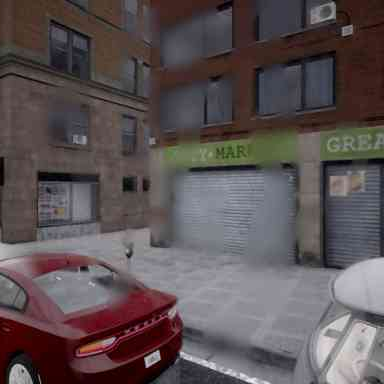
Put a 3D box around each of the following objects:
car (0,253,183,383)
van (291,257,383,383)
[{"bbox_3d":[-2.211,1.544,4.653,4.507,1.381,1.887,0,0,35],"label":"car"},{"bbox_3d":[2.398,1.341,1.367,3.998,1.788,1.690,0,0,35],"label":"van"}]
